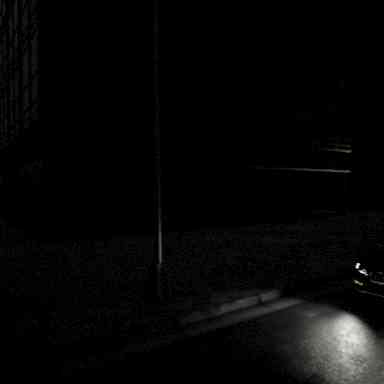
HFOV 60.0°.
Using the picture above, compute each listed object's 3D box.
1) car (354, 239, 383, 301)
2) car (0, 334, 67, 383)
[{"bbox_3d":[5.452,1.446,7.249,4.892,1.490,1.837,0,0,-35],"label":"car"},{"bbox_3d":[-3.124,1.558,1.131,5.357,1.411,2.033,0,0,-33],"label":"car"}]
